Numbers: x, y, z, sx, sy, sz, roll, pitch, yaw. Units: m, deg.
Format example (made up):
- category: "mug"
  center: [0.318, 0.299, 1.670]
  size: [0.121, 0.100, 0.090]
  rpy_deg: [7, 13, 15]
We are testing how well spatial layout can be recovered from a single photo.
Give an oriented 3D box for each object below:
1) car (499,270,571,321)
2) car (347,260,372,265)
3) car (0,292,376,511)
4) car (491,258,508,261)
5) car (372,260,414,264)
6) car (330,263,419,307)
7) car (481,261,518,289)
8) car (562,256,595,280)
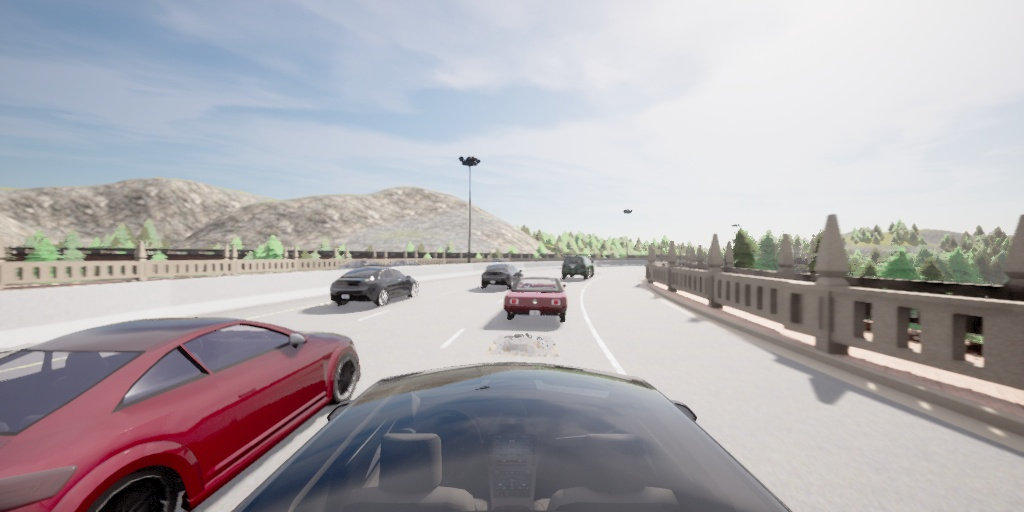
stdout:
- category: "car"
  center: [0.953, 1.357, 12.549]
  size: [1.895, 1.301, 4.718]
  rpy_deg: [0, 0, 7]
- category: "car"
  center: [-15.125, 1.170, 35.807]
  size: [2.128, 1.511, 4.902]
  rpy_deg: [0, 0, 19]
- category: "car"
  center: [-3.239, 1.298, 3.605]
  size: [1.994, 1.385, 4.181]
  rpy_deg: [0, 0, 1]
- category: "car"
  center: [-1.963, 1.114, 48.611]
  size: [2.097, 1.767, 4.553]
  rpy_deg: [0, 0, 28]
- category: "car"
  center: [-11.266, 1.189, 36.186]
  size: [2.128, 1.511, 4.902]
  rpy_deg: [0, 0, 20]
- category: "car"
  center: [-5.646, 1.228, 15.320]
  size: [1.837, 1.490, 4.892]
  rpy_deg: [0, 0, 9]
- category: "car"
  center: [-0.539, 1.253, 22.890]
  size: [1.837, 1.490, 4.892]
  rpy_deg: [0, 0, 14]
- category: "car"
  center: [5.928, 1.002, 31.859]
  size: [2.150, 2.045, 5.566]
  rpy_deg: [0, 0, 21]
